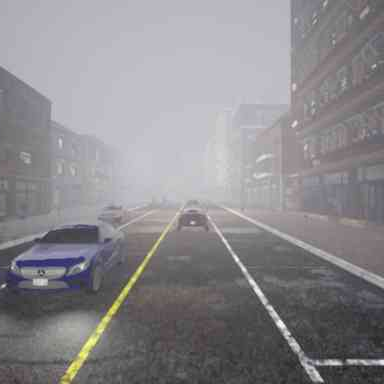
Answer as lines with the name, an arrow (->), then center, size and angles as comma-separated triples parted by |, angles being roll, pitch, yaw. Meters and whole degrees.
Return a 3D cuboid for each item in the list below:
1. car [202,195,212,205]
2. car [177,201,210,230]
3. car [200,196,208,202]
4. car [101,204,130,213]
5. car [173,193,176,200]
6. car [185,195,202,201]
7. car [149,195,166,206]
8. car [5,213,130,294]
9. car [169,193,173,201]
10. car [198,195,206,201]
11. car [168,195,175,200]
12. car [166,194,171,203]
car -> 2.685, 1.541, 59.011 | 1.752, 1.417, 4.829 | 1, 0, 0
car -> 0.061, 1.529, 20.790 | 1.812, 1.442, 4.674 | 0, 0, 0
car -> 2.679, 1.605, 75.901 | 1.802, 1.307, 4.206 | 1, 0, 0
car -> -5.684, 1.586, 24.657 | 1.802, 1.307, 4.206 | 1, 0, 0
car -> -5.698, 1.340, 81.524 | 2.192, 1.841, 5.009 | 1, 0, 0
car -> 0.084, 1.515, 45.281 | 1.837, 1.490, 4.892 | 0, 0, 0
car -> -5.691, 1.452, 53.090 | 1.967, 1.590, 4.097 | 1, 0, 0
car -> -3.003, 1.527, 8.914 | 1.812, 1.442, 4.674 | 0, 0, 0
car -> -5.697, 1.459, 70.151 | 1.967, 1.590, 4.097 | 1, 0, 0
car -> 2.676, 1.574, 87.274 | 1.887, 1.381, 4.507 | 1, 0, 0
car -> -5.714, 1.613, 92.898 | 1.802, 1.307, 4.206 | 1, 0, 0
car -> -5.698, 1.583, 64.465 | 1.947, 1.339, 4.313 | 1, 0, 0
